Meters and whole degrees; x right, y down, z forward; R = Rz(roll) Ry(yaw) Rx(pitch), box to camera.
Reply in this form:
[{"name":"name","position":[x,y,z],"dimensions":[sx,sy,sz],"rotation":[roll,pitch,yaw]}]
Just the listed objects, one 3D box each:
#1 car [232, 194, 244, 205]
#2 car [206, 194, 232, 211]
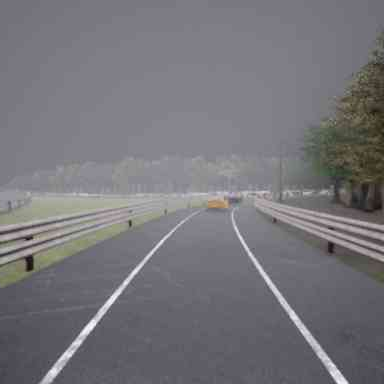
[{"name":"car","position":[6.320,0.989,48.933],"dimensions":[1.882,1.535,5.008],"rotation":[0,1,19]},{"name":"car","position":[2.739,1.165,35.147],"dimensions":[1.882,1.535,5.008],"rotation":[0,1,12]}]
